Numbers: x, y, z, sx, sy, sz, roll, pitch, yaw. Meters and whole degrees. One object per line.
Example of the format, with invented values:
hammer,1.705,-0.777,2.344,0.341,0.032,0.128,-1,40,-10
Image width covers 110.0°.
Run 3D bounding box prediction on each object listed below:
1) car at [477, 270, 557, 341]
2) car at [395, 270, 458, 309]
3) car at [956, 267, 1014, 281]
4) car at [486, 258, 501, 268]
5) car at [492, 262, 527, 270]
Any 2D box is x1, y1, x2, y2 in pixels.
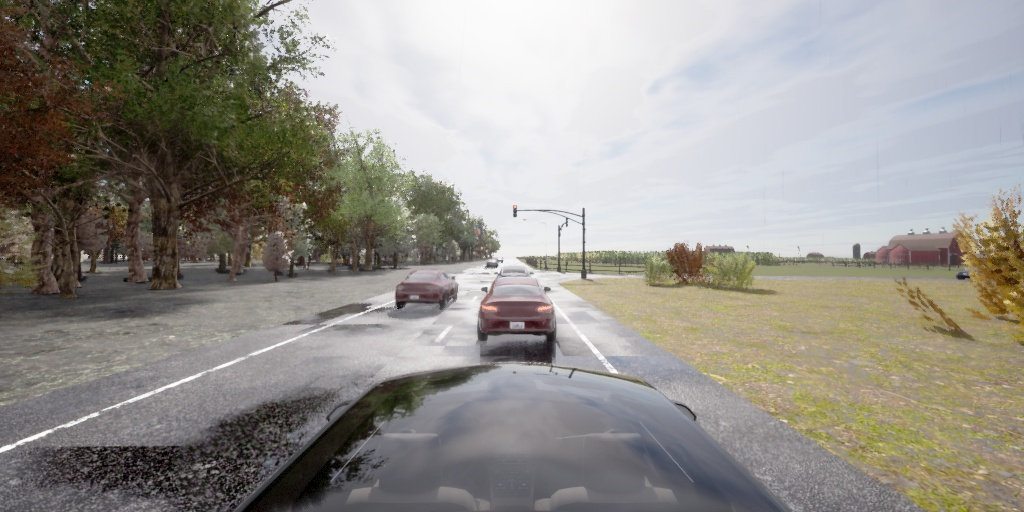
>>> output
car,0.112,1.278,9.759,1.812,1.442,4.674,0,0,0
car,-3.394,1.279,14.806,1.812,1.442,4.674,0,0,0
car,48.945,1.847,37.114,4.181,1.385,1.994,1,-1,0
car,-3.380,1.321,62.568,1.994,1.385,4.181,0,0,0
car,0.105,1.260,19.021,1.837,1.490,4.892,0,0,0
